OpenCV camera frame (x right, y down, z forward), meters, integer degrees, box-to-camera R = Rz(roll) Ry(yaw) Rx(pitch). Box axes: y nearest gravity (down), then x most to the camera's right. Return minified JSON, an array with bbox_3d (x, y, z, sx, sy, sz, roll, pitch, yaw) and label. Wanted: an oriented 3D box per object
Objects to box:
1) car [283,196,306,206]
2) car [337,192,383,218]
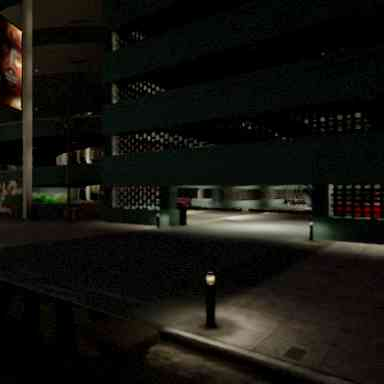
[{"bbox_3d":[15.233,1.293,46.835,4.674,1.452,2.002,0,0,36],"label":"car"},{"bbox_3d":[10.354,1.025,18.369,5.566,2.045,2.435,0,0,36],"label":"car"}]
